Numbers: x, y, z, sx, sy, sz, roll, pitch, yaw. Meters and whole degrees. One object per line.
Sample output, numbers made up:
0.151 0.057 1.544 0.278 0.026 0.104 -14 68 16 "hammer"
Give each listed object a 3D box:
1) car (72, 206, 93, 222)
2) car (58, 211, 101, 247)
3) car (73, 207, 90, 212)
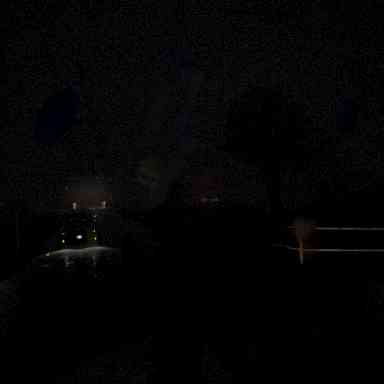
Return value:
-12.270 2.397 37.410 2.033 1.411 5.357 -3 0 -17 "car"
-5.902 1.983 17.571 1.994 1.385 4.181 -3 0 -17 "car"
-8.993 2.116 27.156 2.128 1.511 4.902 -3 0 -18 "car"
